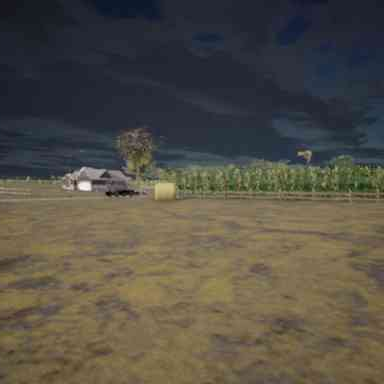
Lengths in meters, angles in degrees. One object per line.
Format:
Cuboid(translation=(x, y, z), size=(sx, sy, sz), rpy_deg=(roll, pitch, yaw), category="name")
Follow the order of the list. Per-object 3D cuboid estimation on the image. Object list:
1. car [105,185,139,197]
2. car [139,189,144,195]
Cuboid(translation=(-12.230, -0.168, 56.476), size=(2.150, 2.045, 5.566), rpy_deg=(0, 1, 36), category="car")
Cuboid(translation=(-11.048, 0.080, 62.923), size=(1.812, 1.442, 4.674), rpy_deg=(0, 1, 36), category="car")
